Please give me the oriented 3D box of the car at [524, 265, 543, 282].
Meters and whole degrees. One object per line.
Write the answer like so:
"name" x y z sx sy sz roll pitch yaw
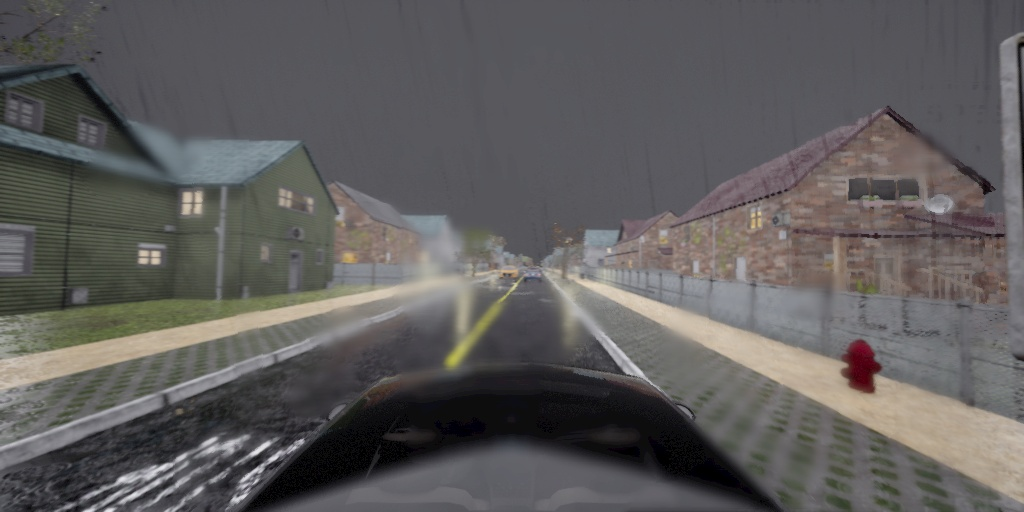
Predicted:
"car" 2.152 1.842 36.020 2.033 1.411 5.357 1 -1 4

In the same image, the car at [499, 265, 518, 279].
"car" -0.350 1.847 40.895 1.882 1.535 5.008 1 -1 4
